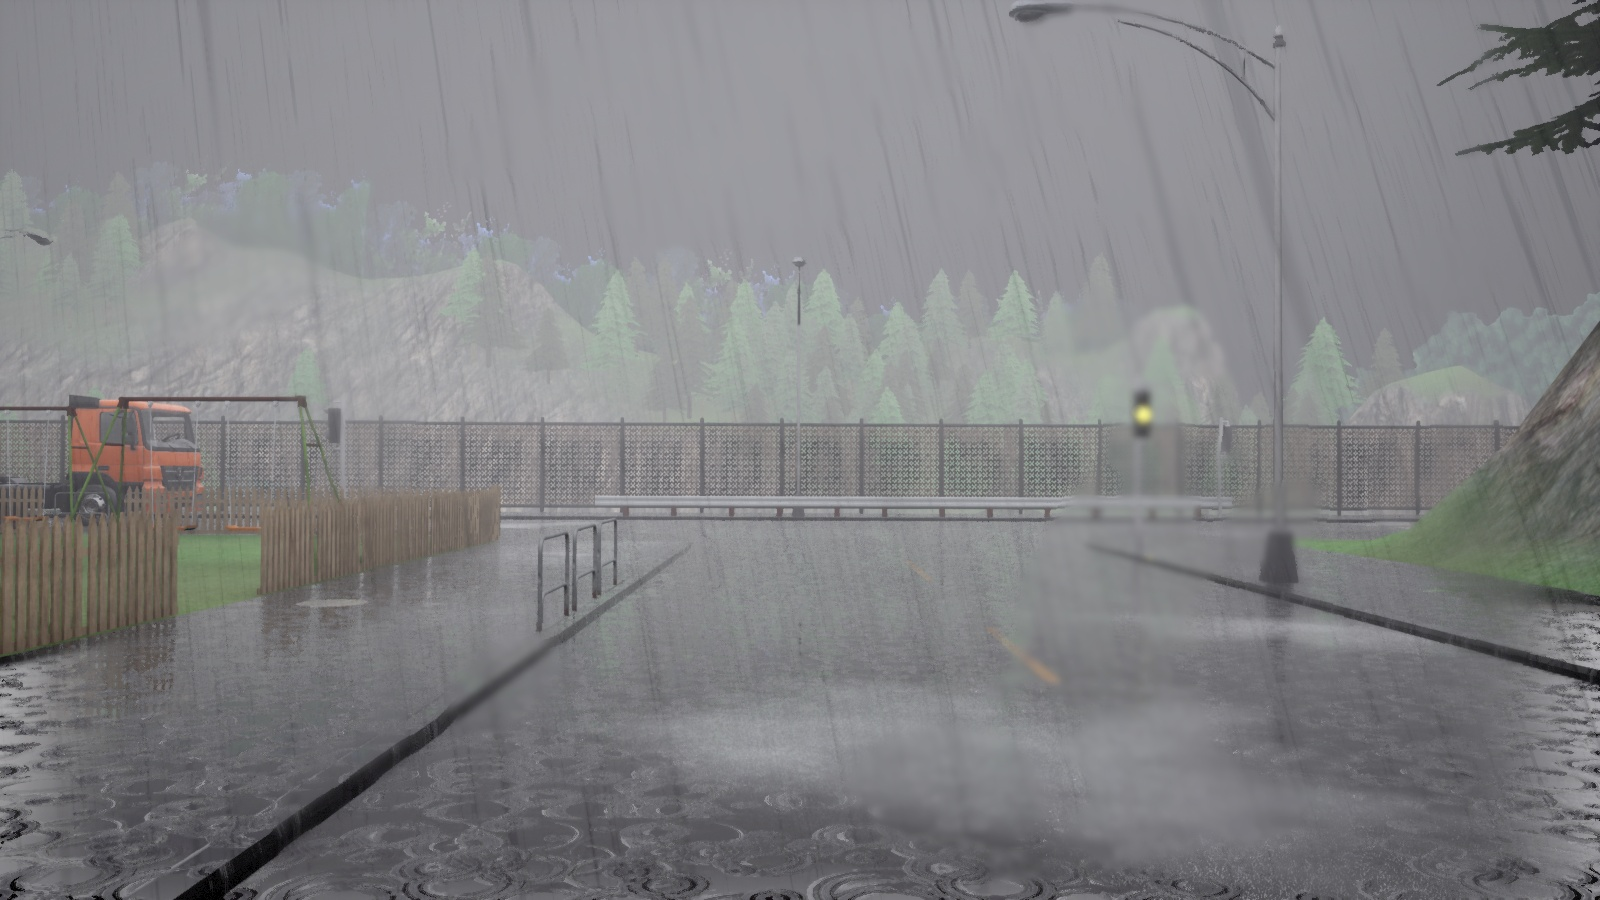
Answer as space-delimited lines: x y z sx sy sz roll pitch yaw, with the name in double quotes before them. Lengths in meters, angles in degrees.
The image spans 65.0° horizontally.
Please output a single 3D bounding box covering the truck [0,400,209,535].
"truck" -20.482 0.478 33.609 7.936 3.462 2.891 0 -1 0
